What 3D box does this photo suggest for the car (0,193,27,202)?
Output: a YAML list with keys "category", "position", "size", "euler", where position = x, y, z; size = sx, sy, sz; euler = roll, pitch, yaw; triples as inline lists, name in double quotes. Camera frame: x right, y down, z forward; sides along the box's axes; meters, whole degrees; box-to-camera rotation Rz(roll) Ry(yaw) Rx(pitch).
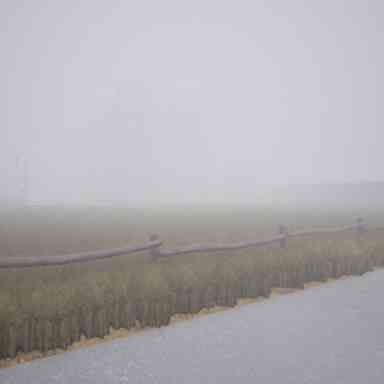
- category: "car"
  position: [-38.365, 1.496, 72.005]
  size: [4.611, 1.667, 2.242]
  euler: [0, 0, -35]
